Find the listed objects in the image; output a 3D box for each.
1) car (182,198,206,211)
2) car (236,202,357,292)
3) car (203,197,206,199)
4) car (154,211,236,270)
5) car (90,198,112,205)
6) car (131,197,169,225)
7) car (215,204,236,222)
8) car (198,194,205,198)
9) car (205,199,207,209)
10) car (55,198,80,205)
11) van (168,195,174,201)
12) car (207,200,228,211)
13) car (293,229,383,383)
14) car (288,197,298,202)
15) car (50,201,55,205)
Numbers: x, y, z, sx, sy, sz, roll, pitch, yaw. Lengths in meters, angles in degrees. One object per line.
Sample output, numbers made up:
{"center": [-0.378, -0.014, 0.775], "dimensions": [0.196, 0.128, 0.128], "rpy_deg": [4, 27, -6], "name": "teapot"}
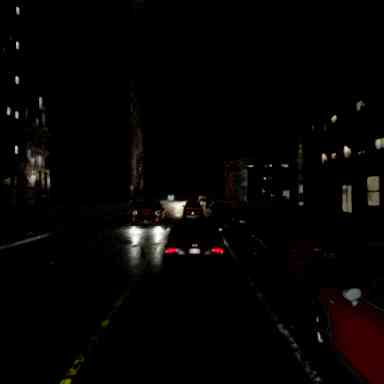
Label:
{"center": [0.087, 1.617, 31.594], "dimensions": [1.837, 1.490, 4.892], "rpy_deg": [0, 0, 0], "name": "car"}
{"center": [2.704, 1.349, 8.939], "dimensions": [2.192, 1.841, 5.009], "rpy_deg": [1, 0, 0], "name": "car"}
{"center": [2.816, 1.748, 47.278], "dimensions": [1.802, 1.307, 4.206], "rpy_deg": [1, 0, 0], "name": "car"}
{"center": [0.079, 1.589, 11.130], "dimensions": [2.033, 1.411, 5.357], "rpy_deg": [0, 0, 0], "name": "car"}
{"center": [-17.439, 1.878, 63.403], "dimensions": [4.206, 1.307, 1.802], "rpy_deg": [-1, -1, 1], "name": "car"}
{"center": [-3.106, 1.441, 24.588], "dimensions": [2.097, 1.767, 4.553], "rpy_deg": [0, 0, 0], "name": "car"}
{"center": [2.698, 1.639, 19.893], "dimensions": [1.947, 1.339, 4.313], "rpy_deg": [1, 0, 0], "name": "car"}
{"center": [2.687, 1.724, 85.241], "dimensions": [1.967, 1.590, 4.097], "rpy_deg": [1, 0, 0], "name": "car"}
{"center": [2.695, 1.680, 36.326], "dimensions": [2.008, 1.369, 4.403], "rpy_deg": [1, 0, 0], "name": "car"}
{"center": [-23.123, 1.791, 63.458], "dimensions": [4.097, 1.590, 1.967], "rpy_deg": [-1, -1, 1], "name": "car"}
{"center": [-5.692, 1.643, 90.875], "dimensions": [1.690, 1.788, 3.998], "rpy_deg": [1, 0, 0], "name": "van"}
{"center": [2.696, 1.676, 30.848], "dimensions": [1.947, 1.339, 4.313], "rpy_deg": [1, 0, 0], "name": "car"}
{"center": [2.703, 1.454, 3.461], "dimensions": [1.967, 1.590, 4.097], "rpy_deg": [1, 0, 0], "name": "car"}
{"center": [20.670, 1.456, 63.047], "dimensions": [4.829, 1.417, 1.752], "rpy_deg": [-1, -1, 1], "name": "car"}
{"center": [-28.635, 1.930, 63.508], "dimensions": [4.829, 1.417, 1.752], "rpy_deg": [-1, -1, 1], "name": "car"}
